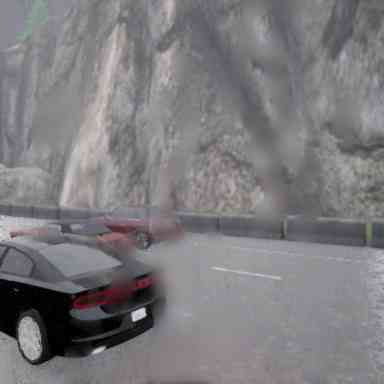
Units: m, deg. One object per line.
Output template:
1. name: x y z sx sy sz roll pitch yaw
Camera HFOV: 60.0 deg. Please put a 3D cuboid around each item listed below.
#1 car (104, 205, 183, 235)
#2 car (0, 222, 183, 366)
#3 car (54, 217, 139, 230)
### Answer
1. car: -2.663 1.355 14.477 4.553 1.767 2.097 0 0 36
2. car: -2.722 1.485 5.904 5.008 1.535 1.882 0 0 36
3. car: -4.258 1.605 11.318 4.718 1.301 1.895 0 0 36
